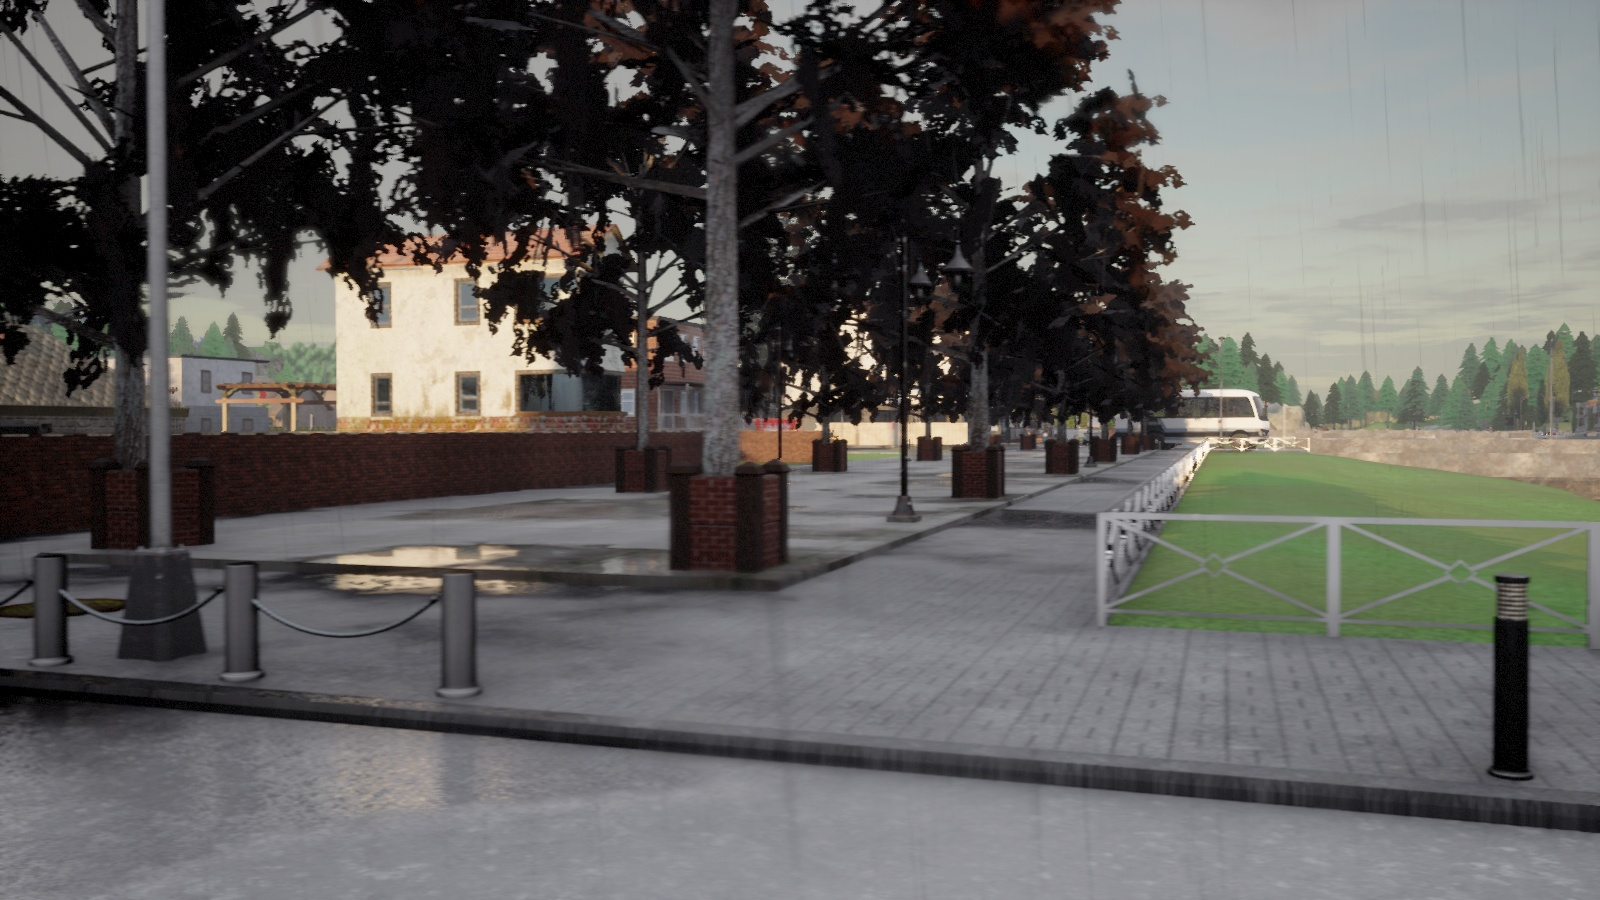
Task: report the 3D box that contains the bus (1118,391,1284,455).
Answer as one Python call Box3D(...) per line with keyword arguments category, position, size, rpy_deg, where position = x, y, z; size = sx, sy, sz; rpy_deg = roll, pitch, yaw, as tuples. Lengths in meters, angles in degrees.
Box3D(category="bus", position=(27.596, -1.836, 86.650), size=(10.273, 4.253, 3.944), rpy_deg=(1, 0, 30))

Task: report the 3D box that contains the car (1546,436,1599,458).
Box3D(category="car", position=(51.287, -0.203, 81.854), size=(4.181, 1.385, 1.994), rpy_deg=(1, 1, 19))
